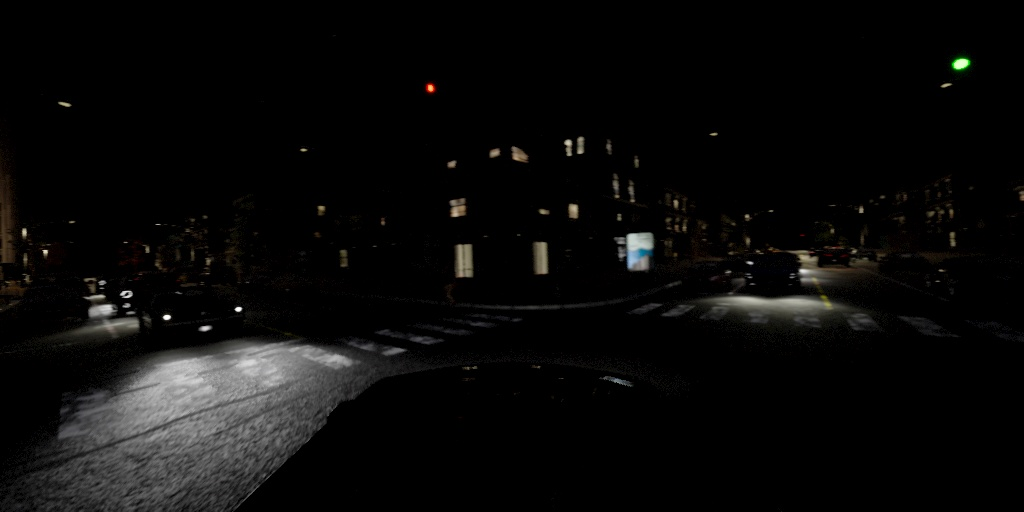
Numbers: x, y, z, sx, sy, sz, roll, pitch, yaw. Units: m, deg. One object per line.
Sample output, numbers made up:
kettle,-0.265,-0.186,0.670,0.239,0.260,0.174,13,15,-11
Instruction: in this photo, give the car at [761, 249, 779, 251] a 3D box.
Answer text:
car,18.003,0.499,24.039,1.837,1.490,4.892,-2,0,39

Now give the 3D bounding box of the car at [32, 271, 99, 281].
car,-22.422,1.738,17.798,5.009,1.841,2.192,0,0,39

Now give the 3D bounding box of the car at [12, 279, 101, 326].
car,-18.133,1.841,14.298,4.403,1.370,2.007,0,0,39

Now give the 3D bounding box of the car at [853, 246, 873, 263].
car,33.395,-0.075,34.211,2.007,1.370,4.403,0,0,38

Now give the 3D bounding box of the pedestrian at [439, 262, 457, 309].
pedestrian,-2.361,1.081,13.609,0.375,1.860,0.375,-2,0,39

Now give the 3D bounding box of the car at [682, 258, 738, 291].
car,9.727,0.913,17.758,1.802,1.307,4.207,0,0,38

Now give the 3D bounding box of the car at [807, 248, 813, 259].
car,39.359,-0.380,46.137,1.837,1.490,4.892,-2,0,38

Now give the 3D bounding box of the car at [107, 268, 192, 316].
car,-16.716,1.595,16.460,4.553,1.767,2.097,-2,0,39

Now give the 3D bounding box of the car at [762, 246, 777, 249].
car,37.096,-0.498,52.416,2.192,1.841,5.009,0,0,38

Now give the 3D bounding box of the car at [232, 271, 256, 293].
car,-17.126,1.828,24.291,4.207,1.307,1.802,0,0,39

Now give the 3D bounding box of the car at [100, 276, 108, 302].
car,-24.496,2.085,22.823,4.718,1.301,1.895,-2,0,39

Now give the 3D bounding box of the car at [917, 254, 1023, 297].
car,16.289,0.657,12.551,1.948,1.339,4.313,0,0,38

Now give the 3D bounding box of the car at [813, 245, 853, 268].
car,26.749,0.118,30.011,1.882,1.535,5.008,-2,0,38

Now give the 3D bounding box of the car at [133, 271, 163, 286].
car,-40.496,2.462,39.881,5.008,1.535,1.882,-2,0,40

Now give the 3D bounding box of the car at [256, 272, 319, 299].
car,-12.969,1.639,20.898,4.829,1.417,1.751,0,0,39

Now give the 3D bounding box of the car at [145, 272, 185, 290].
car,-31.881,2.259,32.903,5.357,1.411,2.033,-2,0,40

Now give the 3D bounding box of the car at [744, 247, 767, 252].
car,23.411,0.197,35.086,1.967,1.591,4.097,0,0,38

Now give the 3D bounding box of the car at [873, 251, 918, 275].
car,23.131,0.386,21.214,1.802,1.307,4.207,0,0,38

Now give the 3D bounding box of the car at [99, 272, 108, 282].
car,-32.199,2.079,29.144,4.553,1.767,2.097,-2,0,40

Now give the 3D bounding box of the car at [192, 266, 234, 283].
car,-25.703,1.829,31.290,5.009,1.841,2.192,0,0,39

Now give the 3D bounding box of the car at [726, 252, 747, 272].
car,16.569,0.594,26.422,2.007,1.370,4.403,0,0,38

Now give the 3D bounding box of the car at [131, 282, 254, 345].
car,-9.699,1.626,10.739,4.718,1.301,1.895,-2,0,39

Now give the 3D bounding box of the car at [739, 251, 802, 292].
car,12.158,0.717,16.667,1.882,1.535,5.008,-2,0,40
